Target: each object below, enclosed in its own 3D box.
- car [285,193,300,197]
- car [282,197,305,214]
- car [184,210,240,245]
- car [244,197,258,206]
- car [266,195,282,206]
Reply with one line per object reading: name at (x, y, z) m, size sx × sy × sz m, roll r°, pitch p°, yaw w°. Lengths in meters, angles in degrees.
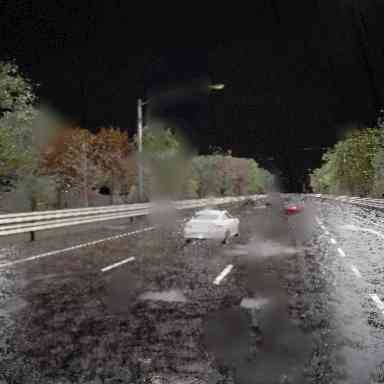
car at (16.451, 1.328, 53.009) m, size 2.097 × 1.767 × 4.553 m, roll -1°, pitch 0°, yaw 17°
car at (10.812, 1.528, 35.038) m, size 1.994 × 1.385 × 4.181 m, roll -1°, pitch 0°, yaw 17°
car at (1.020, 1.544, 15.553) m, size 1.812 × 1.442 × 4.674 m, roll -1°, pitch 0°, yaw 17°
car at (9.832, 1.563, 55.288) m, size 1.837 × 1.490 × 4.892 m, roll -1°, pitch 0°, yaw 17°
car at (13.150, 1.581, 54.178) m, size 1.994 × 1.385 × 4.181 m, roll -1°, pitch 0°, yaw 17°
